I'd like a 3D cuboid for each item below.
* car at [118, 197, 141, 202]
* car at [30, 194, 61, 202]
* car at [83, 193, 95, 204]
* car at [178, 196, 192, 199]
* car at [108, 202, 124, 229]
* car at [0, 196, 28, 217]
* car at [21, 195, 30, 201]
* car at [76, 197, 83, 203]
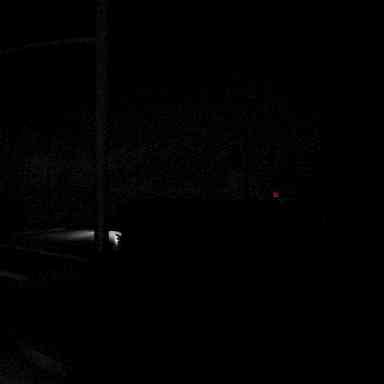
[{"bbox_3d":[-8.097,1.416,44.200,1.970,1.475,3.806,0,0,35],"label":"car"},{"bbox_3d":[-29.551,1.216,68.090,2.152,1.636,5.027,0,0,35],"label":"car"},{"bbox_3d":[-16.487,1.144,59.373,1.932,1.855,4.605,0,0,35],"label":"car"},{"bbox_3d":[-1.383,1.402,48.544,1.845,1.501,3.633,0,0,35],"label":"car"},{"bbox_3d":[-3.322,1.562,21.370,2.033,1.411,5.357,0,0,35],"label":"car"},{"bbox_3d":[-16.388,1.368,27.269,2.007,1.523,4.514,0,0,35],"label":"car"},{"bbox_3d":[-34.980,1.301,71.526,1.970,1.475,3.806,0,0,35],"label":"car"},{"bbox_3d":[-19.098,1.127,60.712,1.905,1.878,3.866,0,0,35],"label":"car"}]
